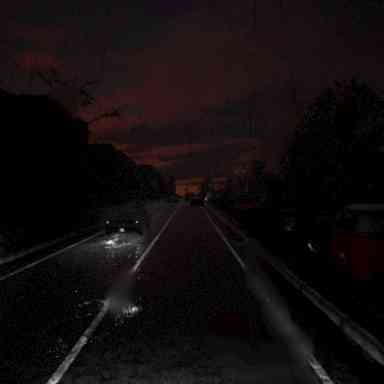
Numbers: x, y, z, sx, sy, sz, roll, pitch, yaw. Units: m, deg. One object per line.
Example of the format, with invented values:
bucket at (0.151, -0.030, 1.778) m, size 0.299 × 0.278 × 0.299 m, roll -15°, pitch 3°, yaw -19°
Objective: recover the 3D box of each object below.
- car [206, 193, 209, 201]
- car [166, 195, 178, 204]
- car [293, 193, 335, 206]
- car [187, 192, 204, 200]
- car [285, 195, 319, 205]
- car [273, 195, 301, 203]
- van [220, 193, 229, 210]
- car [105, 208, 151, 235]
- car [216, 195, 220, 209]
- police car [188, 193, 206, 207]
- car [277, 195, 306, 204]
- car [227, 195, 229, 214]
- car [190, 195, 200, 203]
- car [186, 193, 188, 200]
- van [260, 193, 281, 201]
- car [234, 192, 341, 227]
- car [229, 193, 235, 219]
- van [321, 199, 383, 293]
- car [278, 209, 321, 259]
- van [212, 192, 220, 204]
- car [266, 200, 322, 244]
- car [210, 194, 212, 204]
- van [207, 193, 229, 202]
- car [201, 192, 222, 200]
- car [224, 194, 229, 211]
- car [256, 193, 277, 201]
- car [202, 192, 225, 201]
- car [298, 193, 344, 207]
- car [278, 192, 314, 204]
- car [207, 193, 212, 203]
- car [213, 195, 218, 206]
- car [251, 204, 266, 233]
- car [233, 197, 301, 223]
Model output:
car at (5.270, 1.345, 61.234) m, size 4.892 × 1.521 × 2.231 m, roll 0°, pitch 0°, yaw 0°
car at (-3.625, 1.355, 60.620) m, size 1.882 × 1.535 × 5.008 m, roll 0°, pitch 0°, yaw 0°
car at (18.401, 1.110, 50.342) m, size 5.566 × 2.045 × 2.435 m, roll 0°, pitch 0°, yaw 0°
car at (0.643, 1.229, 59.915) m, size 2.097 × 1.767 × 4.553 m, roll 0°, pitch 0°, yaw 0°
car at (18.386, 1.351, 55.911) m, size 5.008 × 1.535 × 2.097 m, roll 0°, pitch 0°, yaw 0°
car at (18.304, 1.376, 64.266) m, size 4.792 × 1.488 × 2.163 m, roll 0°, pitch 0°, yaw 0°
van at (5.352, 1.184, 33.208) m, size 4.442 × 1.987 × 1.878 m, roll 0°, pitch 0°, yaw 0°
car at (-3.452, 1.576, 18.618) m, size 1.895 × 1.301 × 4.718 m, roll 0°, pitch 0°, yaw 0°
car at (5.444, 1.402, 36.013) m, size 5.008 × 1.535 × 2.097 m, roll 0°, pitch 0°, yaw 0°
police car at (0.698, 1.316, 50.034) m, size 1.930 × 1.638 × 5.238 m, roll 0°, pitch 0°, yaw 0°
car at (18.381, 1.376, 61.481) m, size 4.792 × 1.488 × 2.163 m, roll 0°, pitch 0°, yaw 0°
car at (5.476, 1.301, 27.603) m, size 4.553 × 1.767 × 2.185 m, roll 0°, pitch 0°, yaw 0°
car at (0.609, 1.383, 65.954) m, size 1.837 × 1.490 × 4.892 m, roll 0°, pitch 0°, yaw 0°
car at (-0.459, 1.407, 82.717) m, size 1.994 × 1.385 × 4.181 m, roll 0°, pitch 0°, yaw 0°
van at (18.358, 1.124, 78.195) m, size 4.442 × 1.987 × 1.878 m, roll 0°, pitch 0°, yaw 0°
car at (5.537, 1.201, 19.193) m, size 5.566 × 2.045 × 2.435 m, roll 0°, pitch 0°, yaw 0°
car at (5.518, 1.192, 21.996) m, size 5.566 × 2.045 × 2.435 m, roll 0°, pitch 0°, yaw 0°
van at (5.760, 1.260, 7.981) m, size 4.442 × 1.987 × 1.878 m, roll 0°, pitch 0°, yaw 0°
car at (5.618, 1.478, 10.784) m, size 4.892 × 1.521 × 2.231 m, roll 0°, pitch 0°, yaw 0°
van at (5.274, 1.151, 44.421) m, size 4.442 × 1.987 × 1.878 m, roll 0°, pitch 0°, yaw 0°
car at (5.636, 1.343, 13.587) m, size 4.553 × 1.767 × 2.185 m, roll 0°, pitch 0°, yaw 0°
car at (5.400, 1.398, 47.226) m, size 4.792 × 1.488 × 2.163 m, roll 0°, pitch 0°, yaw 0°
van at (5.333, 1.120, 69.649) m, size 4.442 × 1.987 × 1.878 m, roll 0°, pitch 0°, yaw 0°
car at (5.129, 1.127, 89.270) m, size 5.566 × 2.045 × 2.435 m, roll 0°, pitch 0°, yaw 0°
car at (5.519, 1.293, 30.406) m, size 4.553 × 1.767 × 2.185 m, roll 0°, pitch 0°, yaw 0°
car at (18.194, 1.228, 80.975) m, size 4.553 × 1.767 × 2.185 m, roll 0°, pitch 0°, yaw 0°
car at (5.174, 1.101, 80.860) m, size 5.566 × 2.045 × 2.435 m, roll 0°, pitch 0°, yaw 0°
car at (18.420, 1.118, 47.681) m, size 5.566 × 2.045 × 2.435 m, roll 0°, pitch 0°, yaw 0°
car at (18.344, 1.096, 58.698) m, size 5.566 × 2.045 × 2.435 m, roll 0°, pitch 0°, yaw 0°
car at (5.327, 1.353, 52.829) m, size 5.008 × 1.535 × 2.097 m, roll 0°, pitch 0°, yaw 0°
car at (5.381, 1.415, 41.619) m, size 4.792 × 1.488 × 2.163 m, roll 0°, pitch 0°, yaw 0°
car at (5.582, 1.500, 16.390) m, size 4.674 × 1.452 × 2.002 m, roll 0°, pitch 0°, yaw 0°
car at (5.496, 1.310, 24.799) m, size 4.553 × 1.767 × 2.185 m, roll 0°, pitch 0°, yaw 0°
